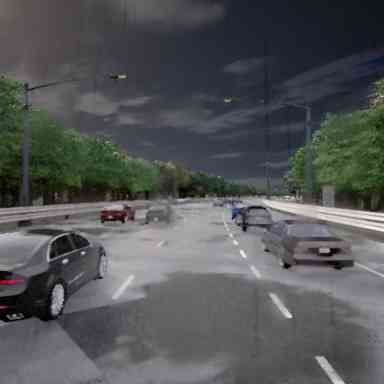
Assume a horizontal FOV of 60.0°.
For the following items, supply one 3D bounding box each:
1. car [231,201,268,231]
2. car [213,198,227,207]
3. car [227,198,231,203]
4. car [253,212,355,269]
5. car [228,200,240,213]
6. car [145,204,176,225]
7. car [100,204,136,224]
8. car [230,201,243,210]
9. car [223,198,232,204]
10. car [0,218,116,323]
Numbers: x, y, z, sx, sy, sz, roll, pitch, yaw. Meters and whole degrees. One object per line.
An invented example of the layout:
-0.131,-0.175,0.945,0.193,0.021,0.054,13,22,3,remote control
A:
4.096,1.656,22.368,2.033,1.649,4.856,0,0,1,car
5.113,2.214,64.302,2.033,1.411,5.357,0,-1,10,car
5.898,1.875,43.491,2.033,1.649,4.856,0,-1,6,car
3.668,1.665,11.553,2.033,1.411,5.357,0,-1,2,car
4.873,1.810,32.866,1.882,1.535,5.008,0,-1,5,car
-2.471,1.762,26.686,1.837,1.490,4.892,0,-1,4,car
-5.941,1.735,27.251,1.882,1.535,5.008,0,-1,4,car
7.206,2.121,54.084,1.994,1.385,4.181,0,-1,8,car
9.128,2.316,85.708,1.812,1.442,4.674,0,-1,13,car
-3.296,1.570,7.391,1.837,1.490,4.892,0,-1,1,car
